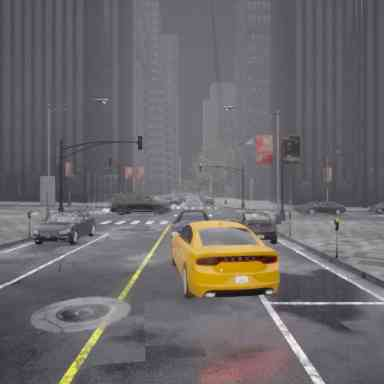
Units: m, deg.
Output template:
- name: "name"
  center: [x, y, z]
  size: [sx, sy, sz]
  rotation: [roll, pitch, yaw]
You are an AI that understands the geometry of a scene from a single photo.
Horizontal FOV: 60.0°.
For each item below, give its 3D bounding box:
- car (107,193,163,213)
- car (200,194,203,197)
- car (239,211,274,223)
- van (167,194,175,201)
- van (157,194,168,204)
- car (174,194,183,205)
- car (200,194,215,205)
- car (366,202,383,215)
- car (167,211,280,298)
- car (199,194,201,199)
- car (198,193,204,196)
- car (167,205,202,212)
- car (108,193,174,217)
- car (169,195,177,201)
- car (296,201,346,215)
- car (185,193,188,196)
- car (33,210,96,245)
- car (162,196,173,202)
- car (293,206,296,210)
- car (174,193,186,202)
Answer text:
- name: "car"
  center: [-6.182, 1.164, 35.972]
  size: [5.566, 2.045, 2.150]
  rotation: [1, 2, -24]
- name: "car"
  center: [2.992, 1.547, 63.343]
  size: [1.752, 1.417, 4.829]
  rotation: [0, 0, 1]
- name: "car"
  center: [2.761, 1.553, 15.477]
  size: [2.008, 1.369, 4.403]
  rotation: [0, 0, 0]
- name: "van"
  center: [-5.339, 1.376, 85.296]
  size: [1.690, 1.788, 3.998]
  rotation: [0, 0, 1]
- name: "van"
  center: [-5.534, 1.363, 63.247]
  size: [1.690, 1.788, 3.998]
  rotation: [0, 0, 1]
- name: "car"
  center: [-2.912, 1.495, 55.322]
  size: [1.882, 1.535, 5.008]
  rotation: [0, 0, 1]
- name: "car"
  center: [2.941, 1.569, 57.660]
  size: [2.008, 1.369, 4.403]
  rotation: [0, 0, 1]
- name: "car"
  center: [24.110, 1.982, 40.820]
  size: [4.902, 1.511, 2.128]
  rotation: [1, 0, 0]
- name: "car"
  center: [0.556, 1.478, 8.630]
  size: [1.882, 1.535, 5.008]
  rotation: [0, 0, -9]
- name: "car"
  center: [3.039, 1.575, 68.686]
  size: [2.008, 1.369, 4.403]
  rotation: [0, 0, 1]
- name: "car"
  center: [3.088, 1.343, 74.199]
  size: [2.192, 1.841, 5.009]
  rotation: [0, 0, 1]
- name: "car"
  center: [0.049, 1.566, 16.168]
  size: [1.994, 1.385, 4.181]
  rotation: [0, 0, 0]
- name: "car"
  center: [-4.754, 1.228, 30.964]
  size: [5.566, 2.045, 2.150]
  rotation: [0, -1, 0]
- name: "car"
  center: [-5.291, 1.583, 90.808]
  size: [1.887, 1.381, 4.507]
  rotation: [0, 0, 1]
- name: "car"
  center: [14.749, 1.814, 37.599]
  size: [4.892, 1.490, 1.837]
  rotation: [1, 0, 1]
- name: "car"
  center: [-2.665, 1.254, 75.493]
  size: [2.150, 2.045, 5.566]
  rotation: [0, 0, 1]
- name: "car"
  center: [-5.764, 1.553, 15.479]
  size: [2.008, 1.369, 4.403]
  rotation: [0, 0, 0]
- name: "car"
  center: [-5.437, 1.594, 74.271]
  size: [1.947, 1.339, 4.313]
  rotation: [0, 0, 1]
- name: "car"
  center: [14.899, 1.844, 40.859]
  size: [4.674, 1.442, 1.812]
  rotation: [1, 0, 2]
- name: "car"
  center: [-2.801, 1.514, 64.897]
  size: [2.128, 1.511, 4.902]
  rotation: [0, 0, 1]
